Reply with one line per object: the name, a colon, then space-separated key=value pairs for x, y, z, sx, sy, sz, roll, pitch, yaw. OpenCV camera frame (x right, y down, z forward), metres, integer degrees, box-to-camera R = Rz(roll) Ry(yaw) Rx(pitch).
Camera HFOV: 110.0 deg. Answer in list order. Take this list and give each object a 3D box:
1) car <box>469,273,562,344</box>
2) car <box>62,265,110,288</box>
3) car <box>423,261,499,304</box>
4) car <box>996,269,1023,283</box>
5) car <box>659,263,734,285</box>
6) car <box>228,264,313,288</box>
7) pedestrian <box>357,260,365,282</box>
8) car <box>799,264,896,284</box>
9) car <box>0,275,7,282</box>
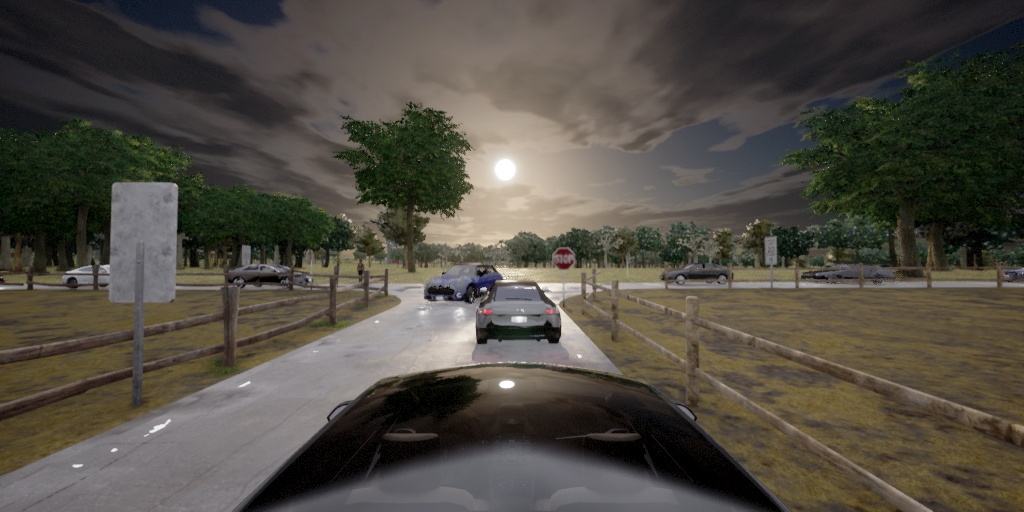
car: x=0.084 y=1.323 z=9.641 sx=1.994 sy=1.385 sz=4.181 roll=0 pitch=0 yaw=-2
car: x=-25.511 y=1.283 z=22.724 sx=4.674 sy=1.442 sz=1.812 roll=0 pitch=-1 yaw=0
car: x=-2.103 y=1.121 z=16.579 sx=2.097 sy=1.767 sz=4.553 roll=0 pitch=0 yaw=22
car: x=36.130 y=1.132 z=24.173 sx=4.674 sy=1.442 sz=1.812 roll=0 pitch=-2 yaw=10
car: x=13.124 y=1.254 z=25.642 sx=4.892 sy=1.490 sz=1.837 roll=0 pitch=-1 yaw=1
car: x=-15.242 y=1.253 z=22.731 sx=4.902 sy=1.511 sz=2.128 roll=0 pitch=-1 yaw=0
pedestrian: x=-12.125 y=1.176 z=28.711 sx=0.375 sy=1.860 sz=0.375 roll=0 pitch=-1 yaw=0
car: x=23.716 y=1.243 z=25.461 sx=5.357 sy=1.411 sz=2.033 roll=0 pitch=-1 yaw=3
car: x=-35.812 y=1.301 z=22.730 sx=5.357 sy=1.411 sz=2.033 roll=0 pitch=-1 yaw=0
